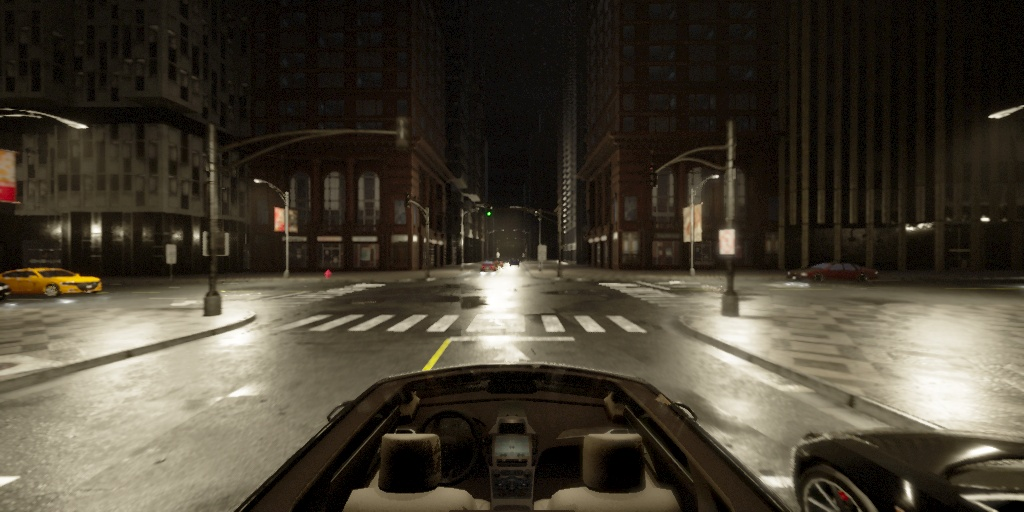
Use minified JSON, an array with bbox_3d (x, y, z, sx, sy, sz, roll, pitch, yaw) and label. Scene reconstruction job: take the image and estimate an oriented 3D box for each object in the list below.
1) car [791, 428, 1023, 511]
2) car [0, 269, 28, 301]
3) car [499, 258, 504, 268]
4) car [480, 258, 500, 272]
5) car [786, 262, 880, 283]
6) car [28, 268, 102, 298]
[{"bbox_3d":[2.857,1.316,0.739,1.948,1.339,4.313,0,0,0],"label":"car"},{"bbox_3d":[-25.936,1.440,16.266,4.902,1.511,2.128,-1,0,1],"label":"car"},{"bbox_3d":[-2.603,1.132,62.694,2.097,1.767,4.553,0,0,1],"label":"car"},{"bbox_3d":[-2.929,1.331,45.591,1.994,1.385,4.181,0,0,1],"label":"car"},{"bbox_3d":[22.734,1.158,25.473,5.357,1.411,2.033,0,0,1],"label":"car"},{"bbox_3d":[-25.439,1.410,19.509,5.008,1.535,1.882,0,0,1],"label":"car"}]
